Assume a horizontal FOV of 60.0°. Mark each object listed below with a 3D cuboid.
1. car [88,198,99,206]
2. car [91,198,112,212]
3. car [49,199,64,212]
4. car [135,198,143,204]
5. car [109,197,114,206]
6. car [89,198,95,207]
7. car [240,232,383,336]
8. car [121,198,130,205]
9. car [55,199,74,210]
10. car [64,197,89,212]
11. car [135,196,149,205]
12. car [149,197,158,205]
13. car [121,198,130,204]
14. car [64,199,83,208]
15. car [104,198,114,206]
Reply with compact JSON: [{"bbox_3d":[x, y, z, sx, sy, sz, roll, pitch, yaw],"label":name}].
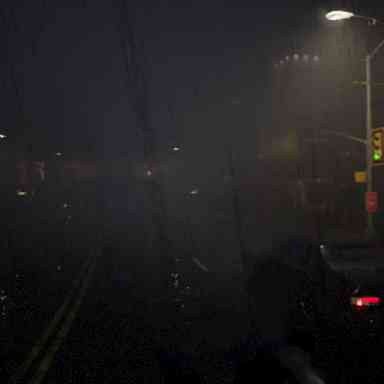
[{"bbox_3d":[-22.208,2.178,75.269,2.097,1.767,4.553,0,-1,-11],"label":"car"},{"bbox_3d":[-13.007,2.062,48.016,1.812,1.442,4.674,0,-1,-11],"label":"car"},{"bbox_3d":[-19.718,2.074,49.117,2.097,1.535,5.008,0,-1,-12],"label":"car"},{"bbox_3d":[-13.878,2.389,87.066,1.994,1.385,4.181,0,-1,-12],"label":"car"},{"bbox_3d":[-15.341,2.010,59.242,2.097,1.767,4.553,0,-1,-11],"label":"car"},{"bbox_3d":[-19.612,2.223,62.700,1.837,1.490,4.892,0,-1,-12],"label":"car"},{"bbox_3d":[2.670,1.596,7.199,2.033,1.411,5.357,0,-1,-9],"label":"car"},{"bbox_3d":[-15.330,2.408,76.579,1.895,1.301,4.718,0,-1,-11],"label":"car"},{"bbox_3d":[-21.178,2.016,55.377,2.185,1.767,4.553,0,-1,-12],"label":"car"},{"bbox_3d":[-16.633,1.786,48.219,2.150,2.045,5.566,0,-1,-13],"label":"car"},{"bbox_3d":[-11.826,2.016,76.893,2.150,2.045,5.566,0,-1,-11],"label":"car"},{"bbox_3d":[-9.302,2.404,80.359,1.895,1.301,4.718,0,-1,-12],"label":"car"},{"bbox_3d":[-17.304,2.379,86.352,2.128,1.511,4.902,0,-1,-12],"label":"car"},{"bbox_3d":[-23.362,2.256,65.927,2.231,1.521,4.892,0,-1,-2],"label":"car"},{"bbox_3d":[-18.247,2.156,73.290,2.097,1.767,4.553,0,-1,-11],"label":"car"}]
